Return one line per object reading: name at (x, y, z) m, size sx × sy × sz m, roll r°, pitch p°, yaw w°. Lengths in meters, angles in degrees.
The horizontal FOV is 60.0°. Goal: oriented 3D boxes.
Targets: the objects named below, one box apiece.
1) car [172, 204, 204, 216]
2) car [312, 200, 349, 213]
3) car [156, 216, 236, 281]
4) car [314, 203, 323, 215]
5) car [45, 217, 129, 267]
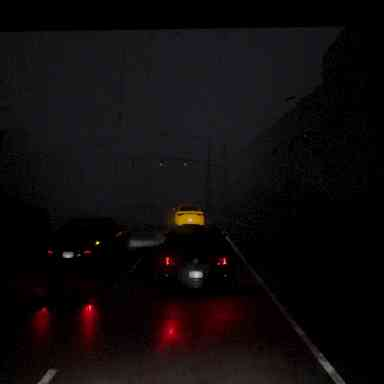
car at (-0.309, 1.560, 22.937) m, size 1.882 × 1.535 × 5.008 m, roll 0°, pitch 0°, yaw -4°
car at (14.074, 1.416, 33.715) m, size 1.853 × 1.218 × 4.536 m, roll 0°, pitch 0°, yaw 45°
car at (0.097, 1.637, 9.945) m, size 1.895 × 1.301 × 4.718 m, roll 0°, pitch 0°, yaw 0°
car at (14.037, 1.573, 33.678) m, size 2.038 × 1.542 × 4.974 m, roll 0°, pitch 0°, yaw 45°
car at (-3.404, 1.567, 11.444) m, size 1.812 × 1.442 × 4.674 m, roll 0°, pitch 0°, yaw 0°
